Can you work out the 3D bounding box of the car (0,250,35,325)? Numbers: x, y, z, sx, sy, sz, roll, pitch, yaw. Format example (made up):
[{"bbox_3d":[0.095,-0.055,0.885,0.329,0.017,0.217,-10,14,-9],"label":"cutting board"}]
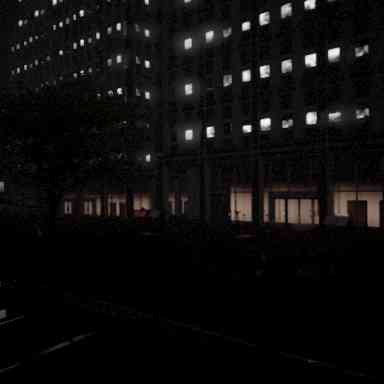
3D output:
[{"bbox_3d":[-4.656,1.619,6.199,4.403,1.369,2.008,-1,-1,35],"label":"car"}]
